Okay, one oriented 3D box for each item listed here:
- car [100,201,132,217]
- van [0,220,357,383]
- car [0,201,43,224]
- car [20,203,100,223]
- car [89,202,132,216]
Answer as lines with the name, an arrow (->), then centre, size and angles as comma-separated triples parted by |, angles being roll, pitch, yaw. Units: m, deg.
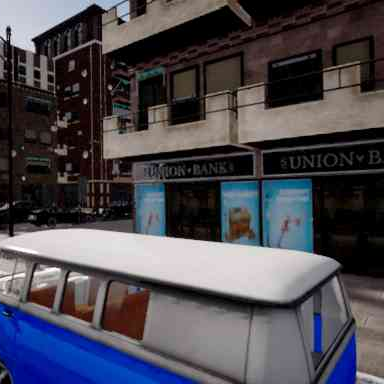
car -> -7.369, 1.683, 34.064 | 2.128, 1.511, 4.902 | -1, -1, 36
van -> -0.549, 1.343, 3.242 | 3.998, 1.788, 1.690 | 0, -1, 35
car -> -13.446, 1.486, 25.733 | 2.097, 1.767, 4.553 | -1, -1, 36
car -> -8.722, 1.593, 22.381 | 1.947, 1.339, 4.313 | -2, -1, 36
car -> -8.850, 1.812, 36.432 | 1.947, 1.339, 4.313 | -2, -1, 36
